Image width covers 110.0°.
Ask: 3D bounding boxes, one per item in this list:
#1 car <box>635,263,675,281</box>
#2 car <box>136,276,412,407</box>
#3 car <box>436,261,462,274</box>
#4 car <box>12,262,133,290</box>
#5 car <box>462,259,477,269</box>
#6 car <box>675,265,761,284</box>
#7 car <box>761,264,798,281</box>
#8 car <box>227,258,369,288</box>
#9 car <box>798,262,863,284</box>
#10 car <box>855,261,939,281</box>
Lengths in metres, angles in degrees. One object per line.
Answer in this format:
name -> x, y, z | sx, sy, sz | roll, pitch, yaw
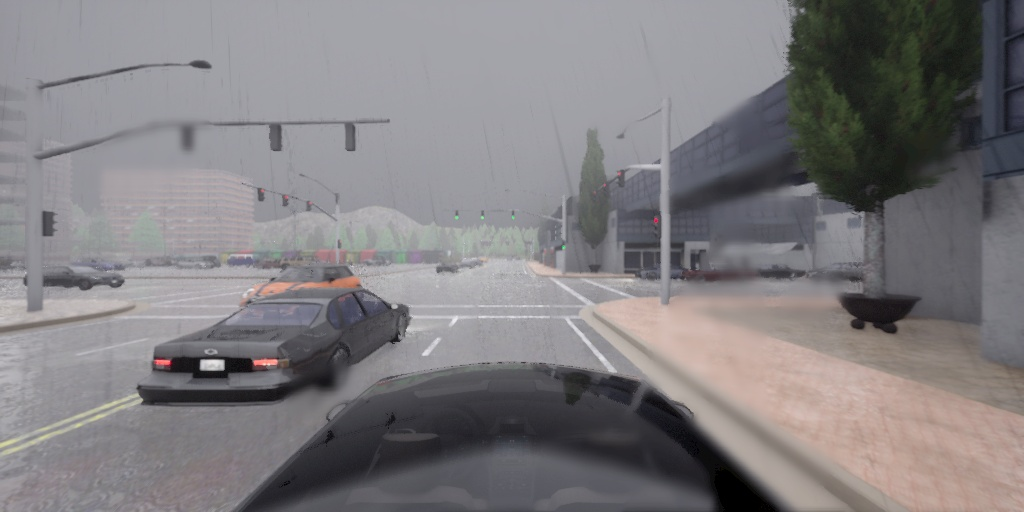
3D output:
car -> 12.269, 1.284, 29.357 | 4.181, 1.385, 1.994 | 0, 0, 0
car -> -3.437, 1.292, 6.622 | 2.033, 1.411, 5.357 | 0, 0, 0
car -> -7.261, 1.309, 40.448 | 1.895, 1.301, 4.718 | 0, 0, 1
car -> -26.036, 1.255, 21.371 | 4.674, 1.442, 1.812 | 0, 0, 0
car -> -6.961, 1.218, 55.007 | 1.812, 1.442, 4.674 | 0, 0, 2
car -> 14.758, 1.324, 25.849 | 4.718, 1.301, 1.895 | 0, 0, 0
car -> 21.030, 1.320, 29.327 | 4.718, 1.301, 1.895 | 0, 0, 0
car -> -7.045, 1.090, 12.521 | 2.097, 1.767, 4.553 | 0, 0, 0
car -> 24.088, 1.215, 25.813 | 4.902, 1.511, 2.128 | 0, 0, 0
car -> 31.317, 1.222, 29.282 | 4.892, 1.490, 1.837 | -1, 0, 0
